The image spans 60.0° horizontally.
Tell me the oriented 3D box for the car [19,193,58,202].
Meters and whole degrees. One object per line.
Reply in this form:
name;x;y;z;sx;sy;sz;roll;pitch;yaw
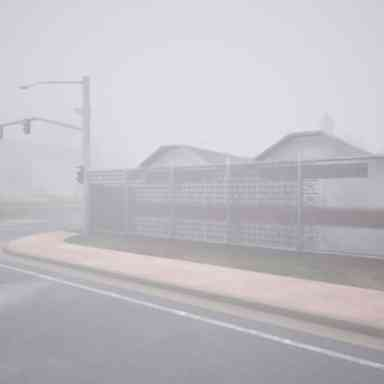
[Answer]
car;-20.847;1.198;45.585;2.150;2.045;5.566;0;0;34

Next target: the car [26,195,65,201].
car;-18.256;1.454;43.173;1.882;1.535;5.008;0;0;34
